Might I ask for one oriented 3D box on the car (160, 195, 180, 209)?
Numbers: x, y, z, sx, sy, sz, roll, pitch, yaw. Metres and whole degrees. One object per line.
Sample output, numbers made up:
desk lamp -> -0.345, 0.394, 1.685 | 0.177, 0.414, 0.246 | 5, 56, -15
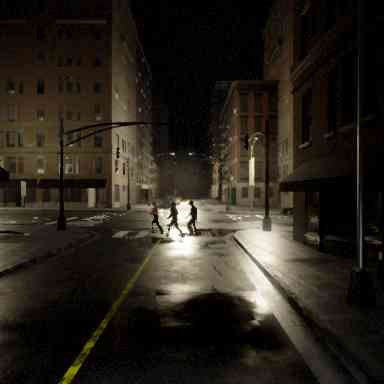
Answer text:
car -> -3.050, 1.334, 43.963 | 2.097, 1.767, 4.553 | 0, 0, -1

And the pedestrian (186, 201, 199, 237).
pedestrian -> 0.028, 1.290, 16.461 | 0.375, 1.860, 0.375 | 0, 0, 0

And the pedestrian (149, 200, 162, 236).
pedestrian -> -1.864, 1.285, 17.060 | 0.375, 1.860, 0.375 | 0, 0, 0

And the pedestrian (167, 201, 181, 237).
pedestrian -> -0.848, 1.290, 15.765 | 0.375, 1.860, 0.375 | 0, 0, 0

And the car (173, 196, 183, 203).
car -> -2.927, 1.558, 70.761 | 1.895, 1.301, 4.718 | 0, 0, 0

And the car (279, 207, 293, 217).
car -> 10.977, 1.794, 32.619 | 4.718, 1.301, 1.895 | 1, 0, 0

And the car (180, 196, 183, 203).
car -> -3.053, 1.330, 55.733 | 2.097, 1.767, 4.553 | 0, 0, 0
